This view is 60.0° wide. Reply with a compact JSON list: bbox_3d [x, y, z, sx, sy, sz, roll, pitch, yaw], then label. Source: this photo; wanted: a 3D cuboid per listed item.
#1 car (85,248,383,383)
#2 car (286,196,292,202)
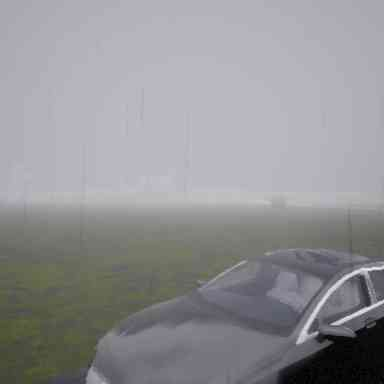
[{"bbox_3d":[1.254,1.515,3.963,4.902,1.511,2.128,1,0,-35],"label":"car"},{"bbox_3d":[21.779,1.680,78.286,1.837,1.490,4.892,0,0,-12],"label":"car"}]
